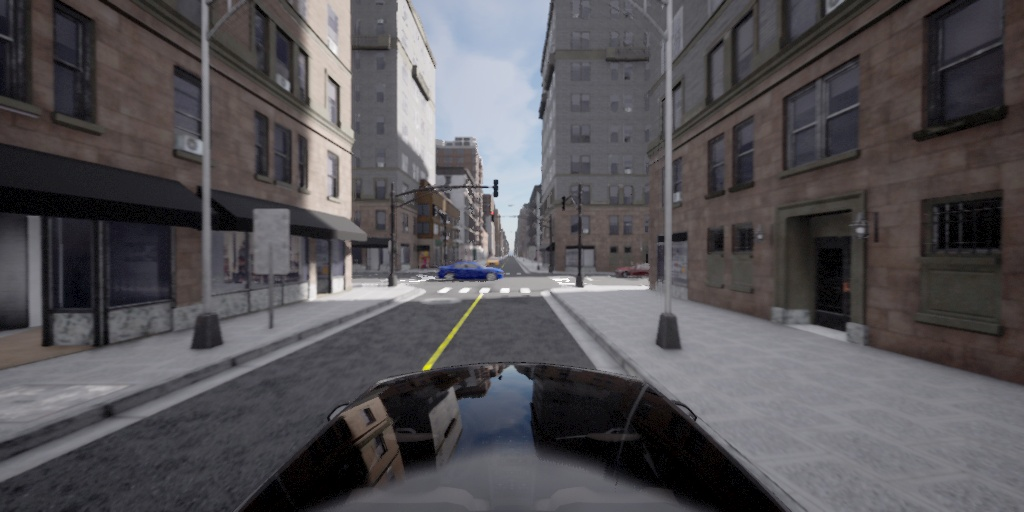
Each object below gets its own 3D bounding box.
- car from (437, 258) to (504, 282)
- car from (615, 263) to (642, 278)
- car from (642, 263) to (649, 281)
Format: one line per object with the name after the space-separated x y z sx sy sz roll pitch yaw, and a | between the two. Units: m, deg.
-3.139 1.174 27.391 5.008 1.535 1.882 0 0 0 | car
11.615 1.321 32.978 4.207 1.307 1.802 0 0 0 | car
11.591 1.371 24.453 4.403 1.370 2.007 0 0 0 | car
